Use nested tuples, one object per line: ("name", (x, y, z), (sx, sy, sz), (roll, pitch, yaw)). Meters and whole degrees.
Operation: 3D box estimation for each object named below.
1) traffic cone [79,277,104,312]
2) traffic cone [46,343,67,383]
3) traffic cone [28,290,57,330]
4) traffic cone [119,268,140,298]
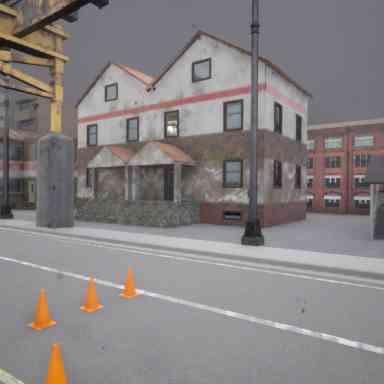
("traffic cone", (-1.940, 1.949, 6.424), (0.340, 0.580, 0.340), (0, 0, 36))
("traffic cone", (-1.488, 1.952, 3.632), (0.340, 0.580, 0.340), (0, 0, 36))
("traffic cone", (-2.525, 1.949, 5.613), (0.340, 0.580, 0.340), (0, 0, 36))
("traffic cone", (-1.355, 1.949, 7.235), (0.340, 0.580, 0.340), (0, 0, 36))
